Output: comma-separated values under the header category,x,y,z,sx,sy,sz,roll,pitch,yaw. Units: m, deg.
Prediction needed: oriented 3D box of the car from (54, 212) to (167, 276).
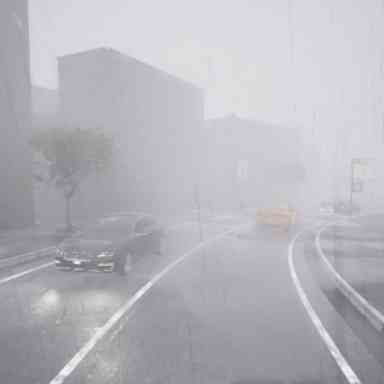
category,x,y,z,sx,sy,sz,roll,pitch,yaw
car,-2.189,1.421,10.288,1.837,1.490,4.892,1,0,13

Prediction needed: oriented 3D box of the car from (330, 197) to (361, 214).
category,x,y,z,sx,sy,sz,roll,pitch,yaw
car,17.659,1.649,37.671,1.994,1.385,4.181,5,3,41

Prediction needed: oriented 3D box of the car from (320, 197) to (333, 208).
category,x,y,z,sx,sy,sz,roll,pitch,yaw
car,19.122,1.408,44.937,2.033,1.411,5.357,5,3,42

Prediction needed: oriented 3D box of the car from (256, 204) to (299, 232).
category,x,y,z,sx,sy,sz,roll,pitch,yaw
car,5.463,1.494,20.883,1.882,1.535,5.008,2,1,26
